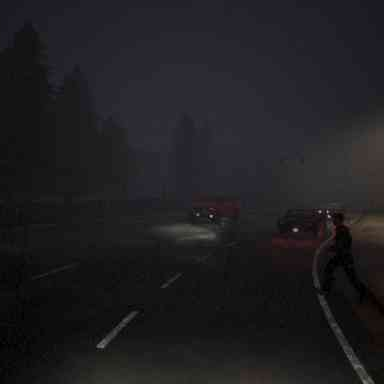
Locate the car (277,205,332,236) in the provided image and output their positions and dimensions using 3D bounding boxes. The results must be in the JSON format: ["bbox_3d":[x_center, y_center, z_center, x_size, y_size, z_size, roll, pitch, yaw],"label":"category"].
[{"bbox_3d":[6.219,1.583,18.333,1.895,1.301,4.718,0,0,30],"label":"car"}]

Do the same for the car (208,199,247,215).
[{"bbox_3d":[3.909,1.513,35.242,2.033,1.411,5.357,0,0,31],"label":"car"}]

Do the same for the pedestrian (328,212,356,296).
[{"bbox_3d":[3.034,1.287,6.748,0.375,1.860,0.375,0,0,14],"label":"pedestrian"}]

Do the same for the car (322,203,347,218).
[{"bbox_3d":[11.506,1.575,27.269,1.895,1.301,4.718,0,0,31],"label":"car"}]

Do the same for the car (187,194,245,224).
[{"bbox_3d":[1.816,1.197,25.082,2.150,2.045,5.566,0,0,31],"label":"car"}]
